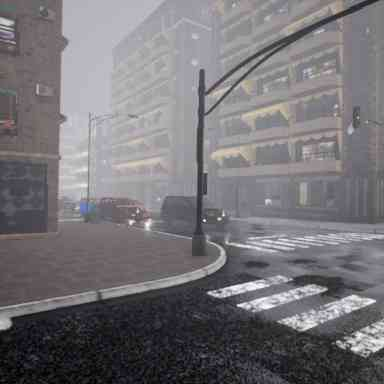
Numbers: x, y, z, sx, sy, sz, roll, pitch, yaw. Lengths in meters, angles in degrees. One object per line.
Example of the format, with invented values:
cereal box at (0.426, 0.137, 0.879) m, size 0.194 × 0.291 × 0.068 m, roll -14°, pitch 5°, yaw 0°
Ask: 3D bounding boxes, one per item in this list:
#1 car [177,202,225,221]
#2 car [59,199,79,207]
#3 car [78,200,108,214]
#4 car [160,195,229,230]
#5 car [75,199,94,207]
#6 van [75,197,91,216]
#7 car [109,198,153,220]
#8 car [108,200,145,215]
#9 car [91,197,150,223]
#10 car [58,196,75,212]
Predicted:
car at (0.735, 1.685, 30.141) m, size 1.752 × 1.417 × 4.829 m, roll 1°, pitch -1°, yaw -35°
car at (-20.824, 1.836, 56.204) m, size 1.895 × 1.301 × 4.718 m, roll 1°, pitch -1°, yaw -35°
car at (-11.300, 1.657, 37.755) m, size 1.994 × 1.385 × 4.181 m, roll 1°, pitch -1°, yaw -35°
car at (0.010, 1.249, 21.827) m, size 2.150 × 2.045 × 5.566 m, roll 1°, pitch -1°, yaw -36°
car at (-18.557, 1.867, 57.263) m, size 1.802 × 1.307 × 4.206 m, roll 1°, pitch -1°, yaw -35°
van at (-8.815, 1.354, 29.980) m, size 1.690 × 1.788 × 3.998 m, roll 1°, pitch -1°, yaw -35°
car at (-5.564, 1.410, 29.672) m, size 2.097 × 1.767 × 4.553 m, roll 1°, pitch -1°, yaw -35°
car at (-7.489, 1.693, 37.457) m, size 2.033 × 1.411 × 5.357 m, roll 1°, pitch -1°, yaw -35°
car at (-5.583, 1.310, 25.437) m, size 2.192 × 1.841 × 5.009 m, roll 1°, pitch -1°, yaw -35°
car at (-15.278, 1.368, 39.068) m, size 2.192 × 1.841 × 5.009 m, roll 1°, pitch -1°, yaw -35°
